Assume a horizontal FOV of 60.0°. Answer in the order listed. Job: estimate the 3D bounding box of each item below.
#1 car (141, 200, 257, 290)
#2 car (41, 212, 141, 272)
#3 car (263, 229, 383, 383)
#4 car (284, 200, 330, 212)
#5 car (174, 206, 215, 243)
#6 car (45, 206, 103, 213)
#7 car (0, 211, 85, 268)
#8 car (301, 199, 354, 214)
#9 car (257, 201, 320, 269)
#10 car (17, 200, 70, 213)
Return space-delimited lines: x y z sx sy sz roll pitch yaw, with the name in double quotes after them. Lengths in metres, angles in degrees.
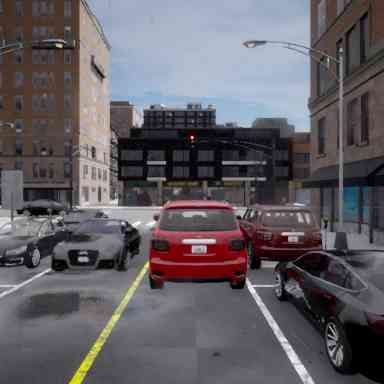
0.086 1.221 9.232 2.150 2.045 5.566 0 0 -1 "car"
-2.829 1.563 10.661 1.994 1.385 4.181 0 0 0 "car"
2.640 1.566 5.409 1.947 1.339 4.313 0 0 0 "car"
13.427 1.674 39.061 4.718 1.301 1.895 0 0 0 "car"
0.102 1.525 16.991 1.812 1.442 4.674 0 0 0 "car"
-5.377 1.565 16.740 1.947 1.339 4.313 0 0 0 "car"
-5.381 1.550 11.077 2.008 1.369 4.403 0 0 0 "car"
14.540 1.584 35.808 4.892 1.490 1.837 0 0 1 "car"
2.644 1.314 11.072 2.192 1.841 5.009 0 0 0 "car"
-12.487 1.422 29.005 5.008 1.535 1.882 0 0 0 "car"
